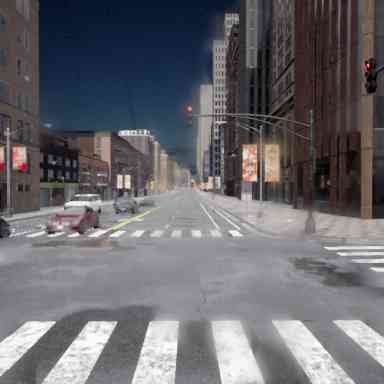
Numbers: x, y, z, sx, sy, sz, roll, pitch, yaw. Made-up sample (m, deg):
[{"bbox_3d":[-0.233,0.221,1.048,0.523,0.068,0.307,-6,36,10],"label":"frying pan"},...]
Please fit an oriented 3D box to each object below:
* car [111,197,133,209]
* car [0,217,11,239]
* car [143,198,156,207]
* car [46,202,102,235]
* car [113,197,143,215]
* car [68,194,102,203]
[{"bbox_3d":[-9.827,1.497,47.097,2.128,1.511,4.902,0,0,0],"label":"car"},{"bbox_3d":[-9.847,1.564,14.546,1.994,1.385,4.181,0,0,0],"label":"car"},{"bbox_3d":[-6.572,1.568,49.493,1.994,1.385,4.181,0,0,0],"label":"car"},{"bbox_3d":[-6.600,1.527,18.989,1.812,1.442,4.674,0,0,0],"label":"car"},{"bbox_3d":[-6.592,1.512,34.154,1.837,1.490,4.892,0,-1,0],"label":"car"},{"bbox_3d":[-9.843,1.226,30.423,2.150,2.045,5.566,0,0,0],"label":"car"}]
